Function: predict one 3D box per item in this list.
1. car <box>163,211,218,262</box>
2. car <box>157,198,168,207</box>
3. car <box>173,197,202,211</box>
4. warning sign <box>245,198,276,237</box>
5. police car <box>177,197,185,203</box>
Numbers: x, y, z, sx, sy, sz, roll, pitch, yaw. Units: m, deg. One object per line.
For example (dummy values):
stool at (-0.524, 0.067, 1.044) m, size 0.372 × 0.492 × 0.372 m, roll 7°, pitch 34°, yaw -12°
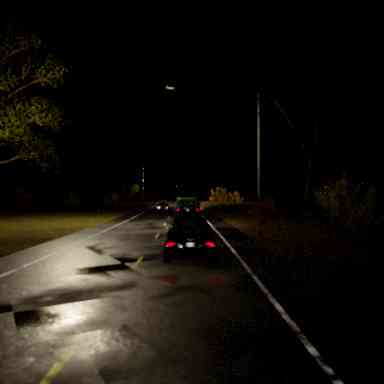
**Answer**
car at (-0.070, 1.663, 12.573) m, size 2.033 × 1.411 × 5.357 m, roll 0°, pitch 0°, yaw 0°
car at (-5.651, 2.009, 64.794) m, size 1.882 × 1.535 × 5.008 m, roll 0°, pitch 0°, yaw -3°
car at (-0.377, 1.469, 27.641) m, size 2.150 × 2.045 × 5.566 m, roll 0°, pitch 0°, yaw -1°
warning sign at (3.422, 1.267, 16.778) m, size 1.300 × 1.860 × 1.060 m, roll 1°, pitch 0°, yaw -1°
police car at (-3.148, 2.132, 91.906) m, size 1.930 × 1.638 × 5.238 m, roll 0°, pitch 0°, yaw -5°
